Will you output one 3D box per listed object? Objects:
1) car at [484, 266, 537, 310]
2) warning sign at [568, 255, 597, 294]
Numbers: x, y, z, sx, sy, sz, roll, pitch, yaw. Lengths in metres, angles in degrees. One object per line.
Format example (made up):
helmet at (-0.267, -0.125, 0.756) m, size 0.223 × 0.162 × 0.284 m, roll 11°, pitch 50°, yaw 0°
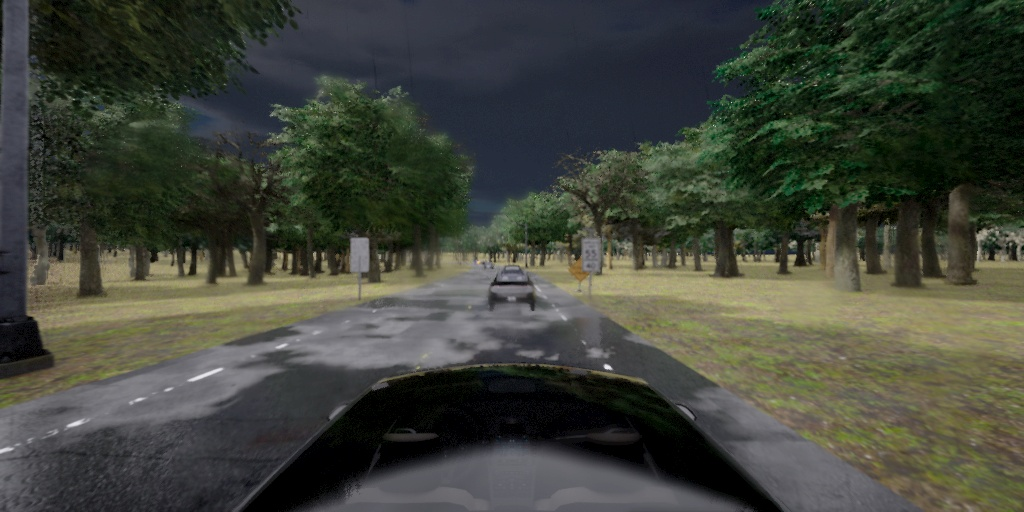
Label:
car at (0.024, 1.364, 15.348) m, size 2.128 × 1.511 × 4.902 m, roll 0°, pitch 0°, yaw 0°
warning sign at (3.559, 1.015, 18.760) m, size 1.300 × 1.860 × 1.060 m, roll 0°, pitch 0°, yaw 0°
